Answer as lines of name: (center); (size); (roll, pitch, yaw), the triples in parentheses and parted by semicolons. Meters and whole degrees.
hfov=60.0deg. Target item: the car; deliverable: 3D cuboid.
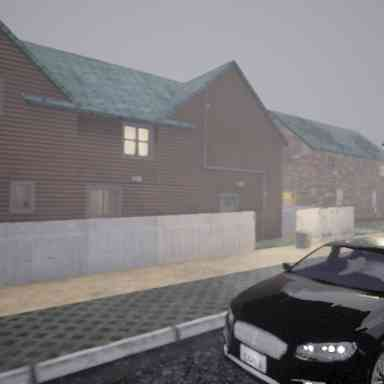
car: (2.642, 1.499, 4.944); (4.902, 1.511, 2.128); (0, 0, -35)
